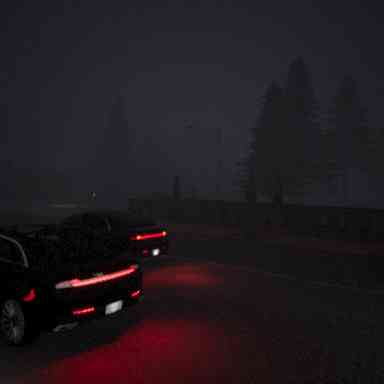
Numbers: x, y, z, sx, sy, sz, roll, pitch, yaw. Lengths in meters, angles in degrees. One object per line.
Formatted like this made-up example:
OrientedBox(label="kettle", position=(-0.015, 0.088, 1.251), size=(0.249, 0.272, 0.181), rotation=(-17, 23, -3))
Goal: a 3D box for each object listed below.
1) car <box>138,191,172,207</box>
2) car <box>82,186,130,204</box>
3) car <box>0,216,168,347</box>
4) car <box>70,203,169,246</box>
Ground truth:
OrientedBox(label="car", position=(-3.384, 0.714, 33.796), size=(2.097, 1.767, 4.553), rotation=(2, 1, 37))
OrientedBox(label="car", position=(-9.578, 0.363, 37.441), size=(2.150, 2.045, 5.566), rotation=(2, 1, 38))
OrientedBox(label="car", position=(-3.065, 1.347, 6.137), size=(4.902, 1.511, 2.128), rotation=(2, 1, 36))
OrientedBox(label="car", position=(-2.921, 1.294, 10.345), size=(4.892, 1.490, 1.837), rotation=(2, 1, 36))
